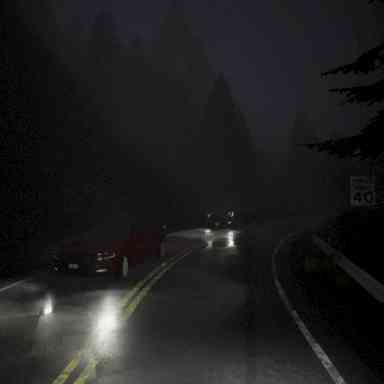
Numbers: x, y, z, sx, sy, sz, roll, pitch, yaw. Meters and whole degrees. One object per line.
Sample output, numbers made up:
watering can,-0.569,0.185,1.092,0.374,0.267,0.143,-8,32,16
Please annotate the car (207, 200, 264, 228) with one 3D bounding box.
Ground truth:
car,2.910,1.376,22.103,2.097,1.767,4.553,-3,-1,39

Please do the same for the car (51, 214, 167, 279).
car,-2.274,1.510,10.422,1.882,1.535,5.008,-1,0,14

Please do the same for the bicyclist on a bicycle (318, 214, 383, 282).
bicyclist on a bicycle,3.737,1.328,7.705,1.656,1.620,0.582,0,0,-2
